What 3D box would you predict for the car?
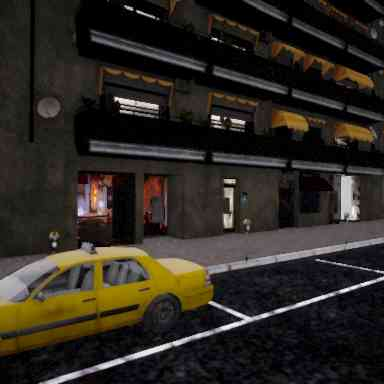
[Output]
[{"bbox_3d":[-1.882,1.522,5.207,4.829,1.417,1.752,0,0,-35],"label":"car"}]
